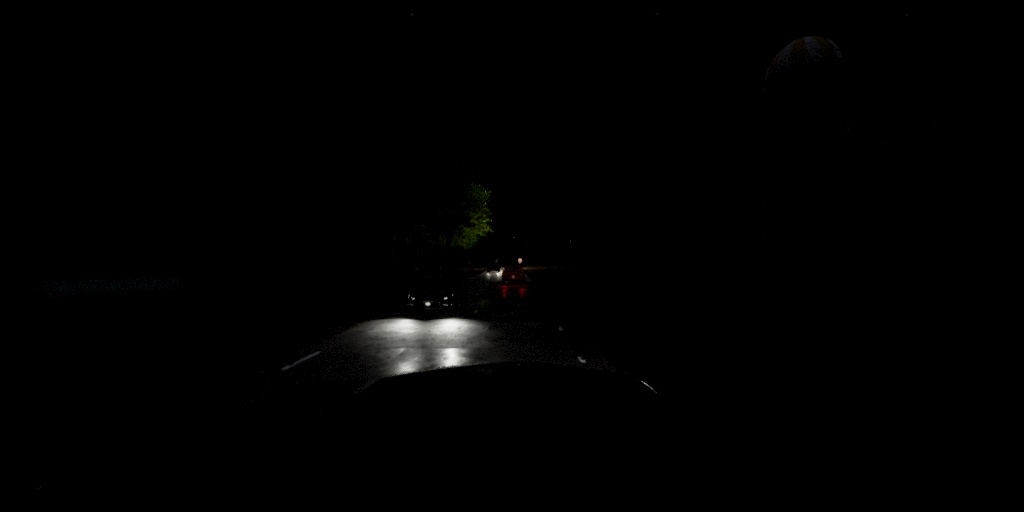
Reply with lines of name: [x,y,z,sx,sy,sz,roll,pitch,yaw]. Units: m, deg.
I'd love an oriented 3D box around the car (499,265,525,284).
car: [0.109,1.514,30.728,1.882,1.535,5.008,0,-1,0]

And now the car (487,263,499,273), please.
car: [-2.802,1.840,55.222,1.812,1.442,4.674,0,-1,0]

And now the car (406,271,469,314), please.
car: [-2.842,1.373,14.549,1.837,1.490,4.892,0,0,0]
